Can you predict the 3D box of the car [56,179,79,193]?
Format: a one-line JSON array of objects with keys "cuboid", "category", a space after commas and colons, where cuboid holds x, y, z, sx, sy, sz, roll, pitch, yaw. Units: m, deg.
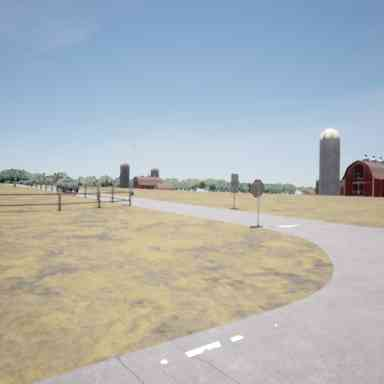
[{"cuboid": [-18.675, -0.967, 49.869, 2.150, 2.045, 5.566, 1, 2, -36], "category": "car"}]
